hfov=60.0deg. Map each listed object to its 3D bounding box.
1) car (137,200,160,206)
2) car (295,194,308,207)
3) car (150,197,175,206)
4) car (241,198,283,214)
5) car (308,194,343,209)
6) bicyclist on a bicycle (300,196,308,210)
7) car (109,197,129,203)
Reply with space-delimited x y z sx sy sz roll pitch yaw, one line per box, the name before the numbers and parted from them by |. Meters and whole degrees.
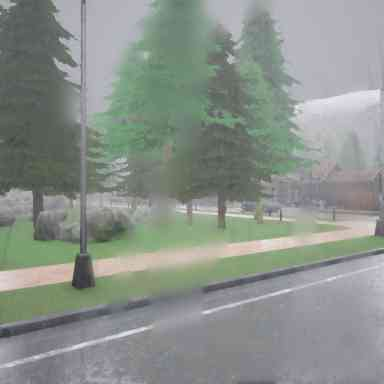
car | -7.207 1.478 53.682 2.128 1.511 4.902 0 0 -40
car | 15.556 1.161 44.502 3.866 1.878 1.905 0 0 -37
car | -5.093 1.586 56.824 1.895 1.301 4.718 0 0 -40
car | 7.246 1.338 34.659 2.097 1.767 4.553 0 0 -37
car | 17.375 1.160 42.723 4.605 1.855 1.932 0 0 -37
bicyclist on a bicycle | 13.214 1.267 39.182 1.656 1.620 0.582 0 0 -37
car | -14.619 1.477 66.395 4.902 1.511 2.128 0 0 42
